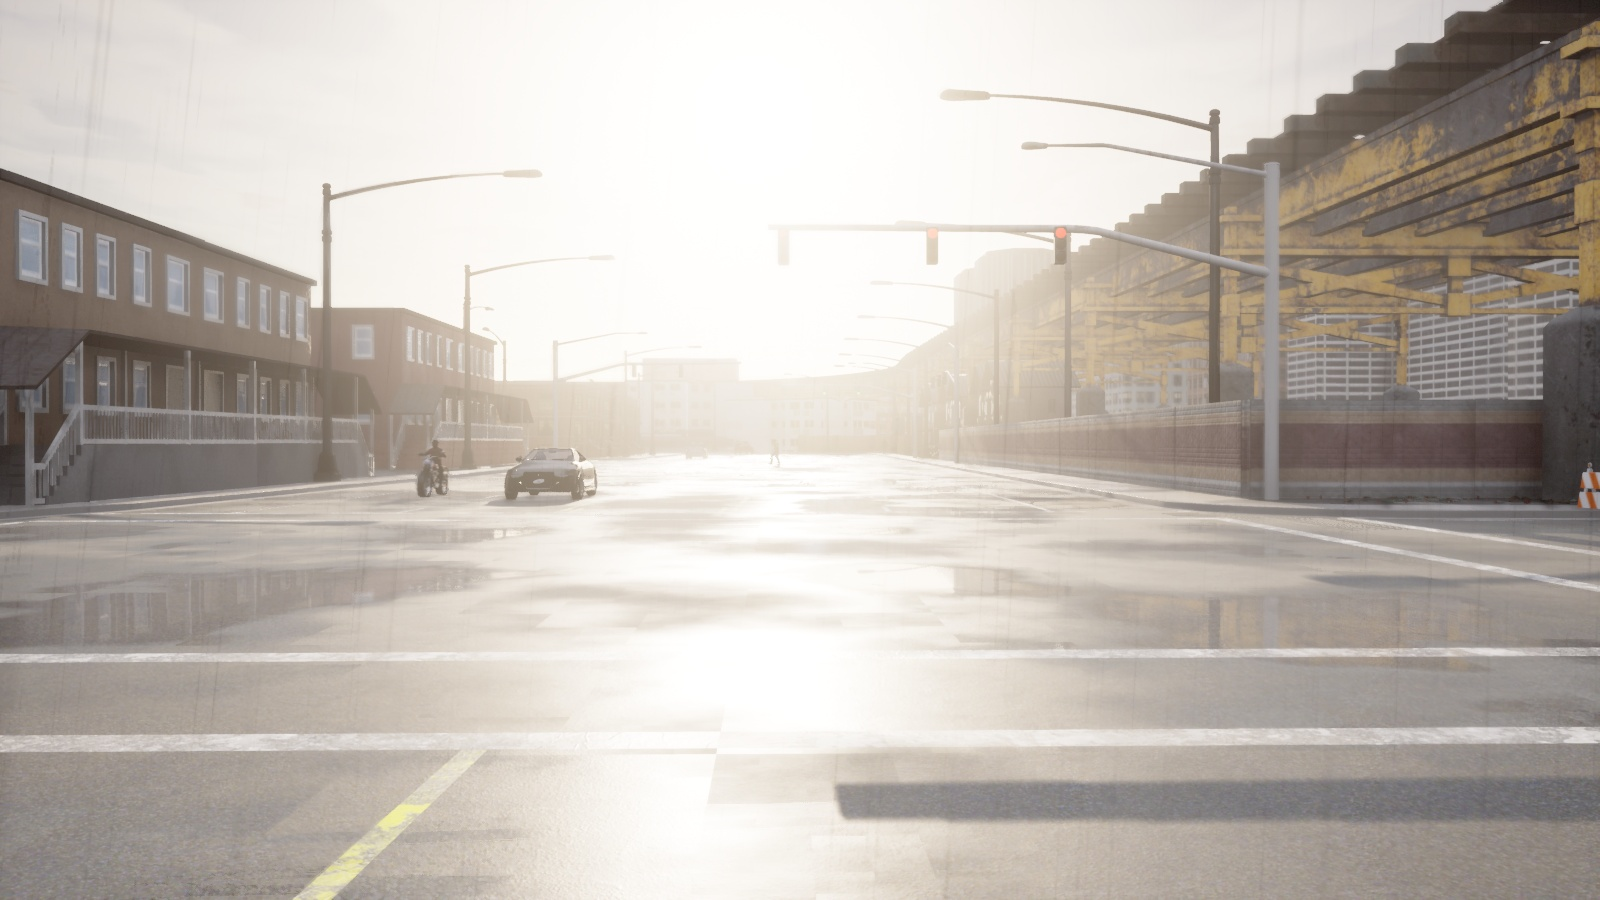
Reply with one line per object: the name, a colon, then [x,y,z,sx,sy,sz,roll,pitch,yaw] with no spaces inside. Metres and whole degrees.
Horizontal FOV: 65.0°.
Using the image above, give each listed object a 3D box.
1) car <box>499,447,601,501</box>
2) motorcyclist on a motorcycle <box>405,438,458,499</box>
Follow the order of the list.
car: [-6.793,0.610,34.588,1.994,1.385,4.181,0,0,0]
motorcyclist on a motorcycle: [-10.285,0.490,35.104,0.766,1.649,2.350,0,0,0]
